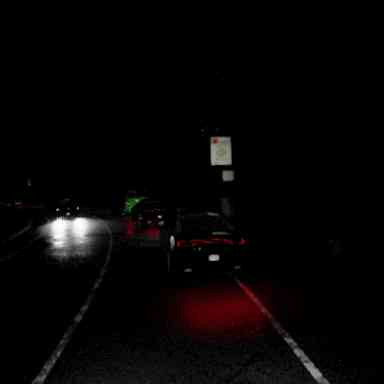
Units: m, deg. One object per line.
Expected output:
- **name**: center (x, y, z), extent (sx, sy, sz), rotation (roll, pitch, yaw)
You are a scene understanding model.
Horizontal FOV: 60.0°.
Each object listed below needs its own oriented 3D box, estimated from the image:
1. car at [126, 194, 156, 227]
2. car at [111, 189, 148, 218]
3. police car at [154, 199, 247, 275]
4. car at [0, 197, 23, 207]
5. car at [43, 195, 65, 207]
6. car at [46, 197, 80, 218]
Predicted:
- **car**: center (-2.490, 1.123, 20.066), extent (1.882, 1.535, 5.008), rotation (-2, 1, -19)
- **car**: center (-4.822, 0.799, 25.913), extent (2.150, 2.045, 5.566), rotation (-3, 2, -24)
- **police car**: center (0.066, 1.234, 10.052), extent (1.930, 1.638, 5.238), rotation (-1, 1, -10)
- **car**: center (-28.673, 1.570, 52.512), extent (4.892, 1.490, 1.837), rotation (-3, 3, 32)
- **car**: center (-17.685, 1.190, 43.172), extent (4.902, 1.511, 2.128), rotation (-1, 3, 43)
- **car**: center (-10.490, 1.365, 27.299), extent (1.895, 1.301, 4.718), rotation (-3, 1, -28)
